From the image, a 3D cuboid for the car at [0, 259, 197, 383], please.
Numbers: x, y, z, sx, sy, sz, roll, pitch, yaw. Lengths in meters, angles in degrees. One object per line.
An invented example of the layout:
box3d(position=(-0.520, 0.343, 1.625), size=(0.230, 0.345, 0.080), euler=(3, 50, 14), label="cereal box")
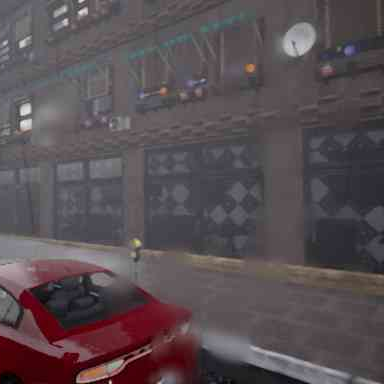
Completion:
box3d(position=(-2.050, 1.535, 4.203), size=(4.507, 1.381, 1.887), euler=(0, -1, 35), label="car")
